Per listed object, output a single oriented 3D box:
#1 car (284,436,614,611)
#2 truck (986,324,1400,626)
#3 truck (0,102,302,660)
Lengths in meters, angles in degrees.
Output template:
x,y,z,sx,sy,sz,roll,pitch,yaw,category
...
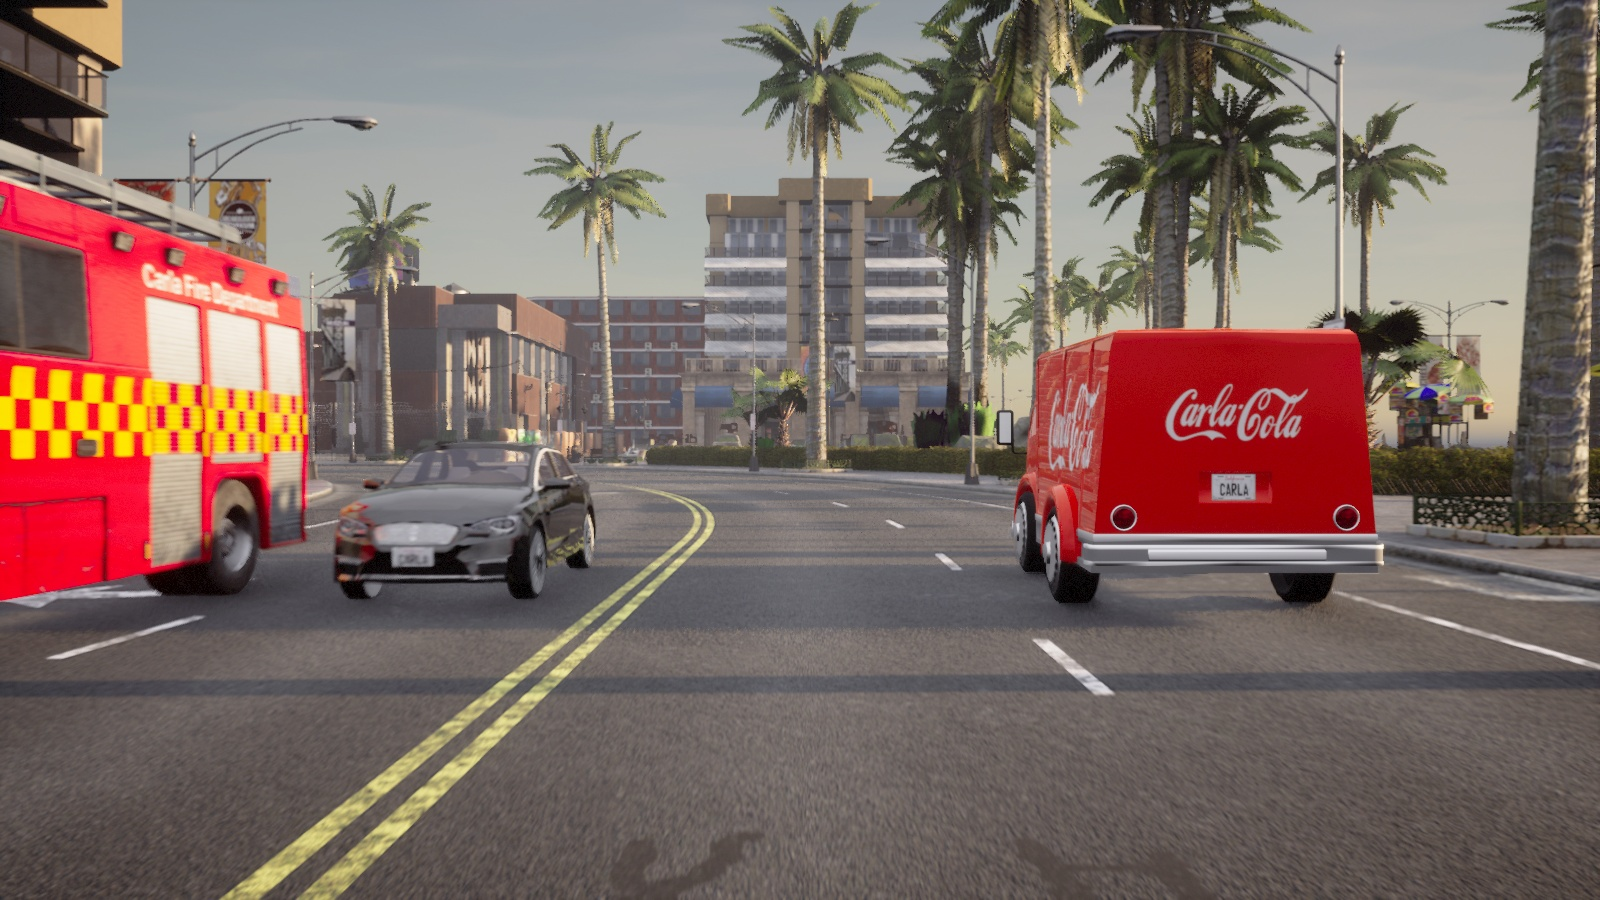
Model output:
x,y,z,sx,sy,sz,roll,pitch,yaw,category
-3.410,0.625,13.353,2.128,1.511,4.902,0,0,0,car
3.588,0.190,12.851,2.627,2.467,5.204,0,0,0,truck
-6.924,-0.477,9.534,2.891,3.827,8.468,0,0,0,truck
